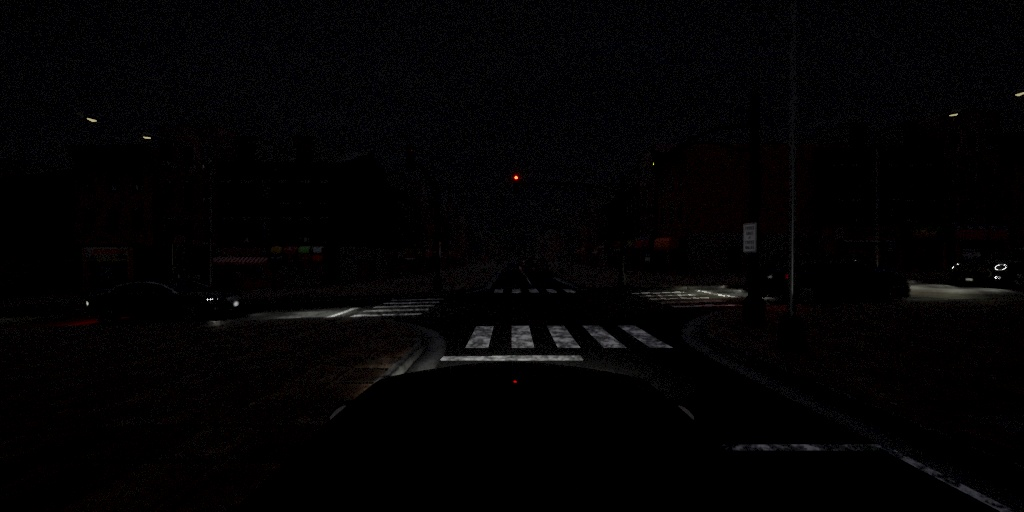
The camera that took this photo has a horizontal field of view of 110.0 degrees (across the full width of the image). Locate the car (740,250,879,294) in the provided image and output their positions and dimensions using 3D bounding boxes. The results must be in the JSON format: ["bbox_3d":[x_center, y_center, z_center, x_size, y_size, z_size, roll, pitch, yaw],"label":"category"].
[{"bbox_3d":[13.358,0.685,16.349,4.553,1.767,2.097,-1,0,1],"label":"car"}]

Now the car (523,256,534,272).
[{"bbox_3d":[2.631,1.112,38.560,2.192,1.841,5.009,0,0,0],"label":"car"}]

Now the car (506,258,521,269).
[{"bbox_3d":[0.090,1.332,57.871,1.882,1.535,5.008,0,0,0],"label":"car"}]

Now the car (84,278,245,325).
[{"bbox_3d":[-12.725,1.591,13.325,4.902,1.511,2.128,-2,0,0],"label":"car"}]

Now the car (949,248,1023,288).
[{"bbox_3d":[23.076,0.433,16.346,4.553,1.767,2.097,-1,0,0],"label":"car"}]

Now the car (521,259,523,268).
[{"bbox_3d":[2.630,1.126,43.962,2.192,1.841,5.009,0,0,0],"label":"car"}]

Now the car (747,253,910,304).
[{"bbox_3d":[11.753,0.746,13.373,4.553,1.767,2.097,-1,0,0],"label":"car"}]

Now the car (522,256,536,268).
[{"bbox_3d":[2.971,1.106,64.391,2.150,2.045,5.566,0,0,0],"label":"car"}]

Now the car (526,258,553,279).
[{"bbox_3d":[2.632,1.224,33.158,1.967,1.591,4.097,0,0,0],"label":"car"}]
